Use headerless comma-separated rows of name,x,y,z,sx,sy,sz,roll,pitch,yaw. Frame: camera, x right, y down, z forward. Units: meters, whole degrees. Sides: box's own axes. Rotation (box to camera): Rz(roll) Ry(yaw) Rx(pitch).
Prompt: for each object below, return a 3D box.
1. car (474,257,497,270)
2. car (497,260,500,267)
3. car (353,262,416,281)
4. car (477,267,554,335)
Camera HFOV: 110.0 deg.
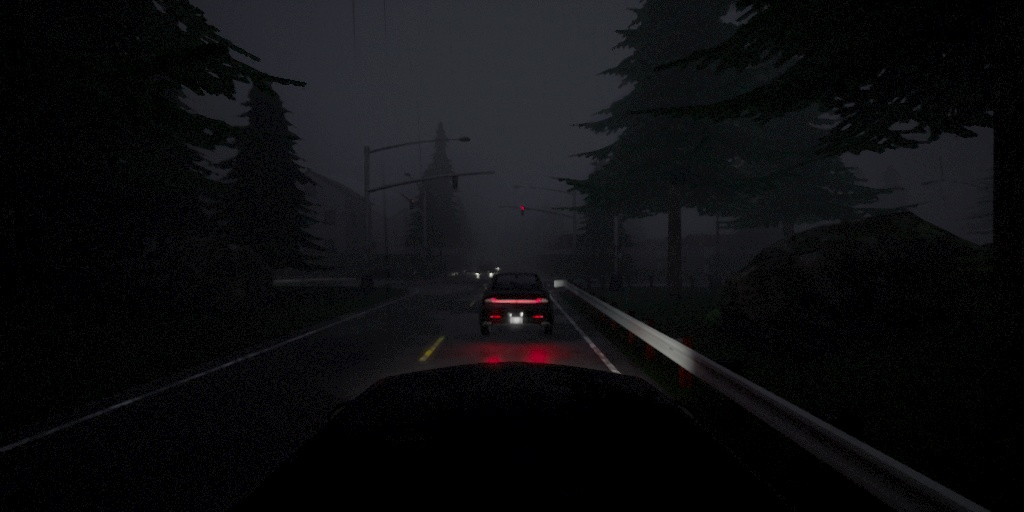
car,-3.225,1.181,44.158,1.882,1.535,5.008,0,1,1
car,-3.054,1.211,60.143,1.812,1.442,4.674,0,0,1
car,-10.267,1.195,29.031,4.902,1.511,2.128,0,0,3
car,0.134,1.232,10.480,2.128,1.511,4.902,0,0,1
